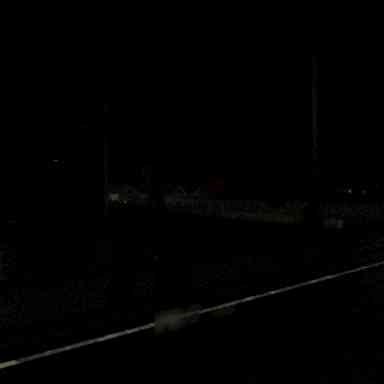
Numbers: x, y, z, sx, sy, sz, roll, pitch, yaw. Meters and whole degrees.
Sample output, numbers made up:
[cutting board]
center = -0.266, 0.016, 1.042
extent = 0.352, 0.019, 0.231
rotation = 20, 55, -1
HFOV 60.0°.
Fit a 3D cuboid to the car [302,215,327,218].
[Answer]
[car]
center = 11.174, 3.105, 33.483
extent = 1.882, 1.535, 5.008
rotation = 0, -9, -36
